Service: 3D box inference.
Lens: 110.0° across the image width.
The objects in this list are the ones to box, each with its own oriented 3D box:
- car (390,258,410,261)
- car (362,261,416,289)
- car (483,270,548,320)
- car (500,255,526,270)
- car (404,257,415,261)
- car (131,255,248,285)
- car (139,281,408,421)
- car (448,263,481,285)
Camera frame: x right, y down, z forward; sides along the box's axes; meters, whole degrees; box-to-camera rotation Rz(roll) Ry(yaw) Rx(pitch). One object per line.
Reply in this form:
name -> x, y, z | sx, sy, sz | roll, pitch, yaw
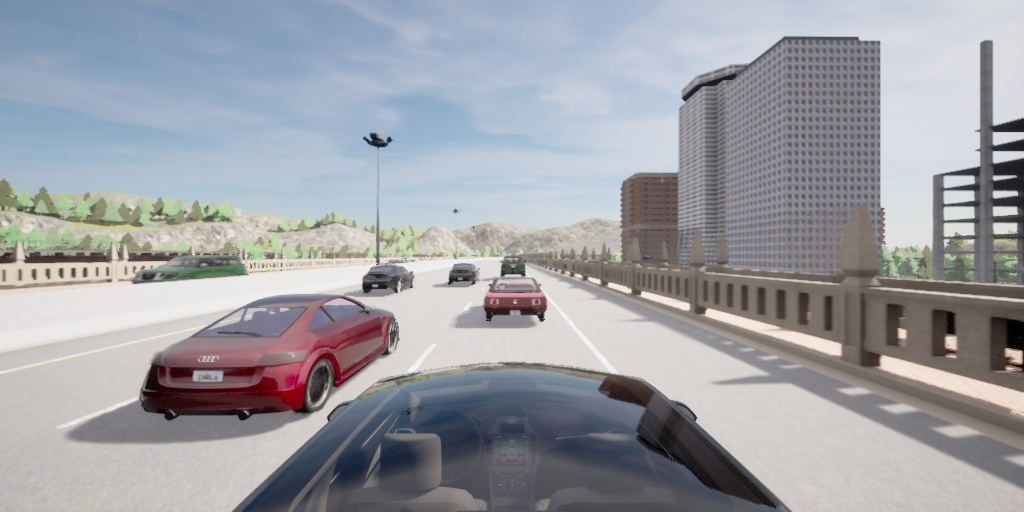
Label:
car -> -14.100, 1.256, 43.006 | 1.837, 1.490, 4.892 | 0, 0, 0
car -> -6.899, 1.255, 20.484 | 1.837, 1.490, 4.892 | 0, 0, 0
car -> 0.101, 1.351, 12.547 | 1.895, 1.301, 4.718 | 0, 0, 0
car -> 0.100, 0.971, 32.144 | 2.150, 2.045, 5.566 | 0, 0, 0
car -> -18.027, 0.889, 61.666 | 2.128, 1.511, 4.902 | 0, 0, -2
car -> -17.594, 0.971, 20.003 | 2.150, 2.045, 5.566 | 0, 0, 0
car -> -3.400, 1.314, 6.017 | 1.994, 1.385, 4.181 | 0, 0, 0
car -> -3.399, 1.255, 26.014 | 1.837, 1.490, 4.892 | 0, 0, 0
